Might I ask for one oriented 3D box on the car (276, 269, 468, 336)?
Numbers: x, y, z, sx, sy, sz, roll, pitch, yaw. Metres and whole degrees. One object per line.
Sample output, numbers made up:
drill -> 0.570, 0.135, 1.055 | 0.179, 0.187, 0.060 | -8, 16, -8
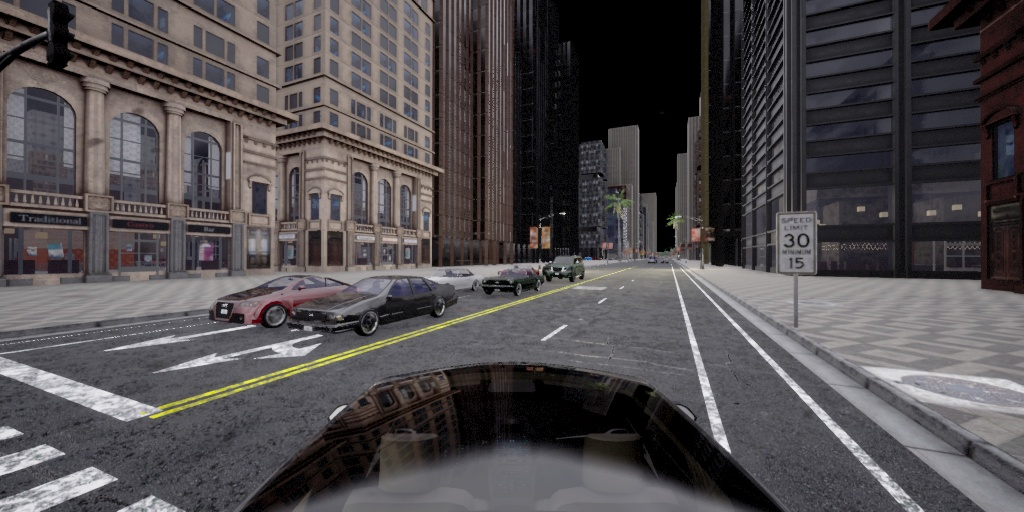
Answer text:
car -> -3.690, 1.299, 10.796 | 2.033, 1.411, 5.357 | 0, 0, 24

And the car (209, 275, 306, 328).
car -> -6.939, 1.316, 11.469 | 1.994, 1.385, 4.181 | 0, 0, 24

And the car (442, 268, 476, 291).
car -> -3.424, 1.357, 19.494 | 1.895, 1.301, 4.718 | 0, 0, 24

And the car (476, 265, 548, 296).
car -> 0.162, 1.358, 19.577 | 1.895, 1.301, 4.718 | 0, 0, 24

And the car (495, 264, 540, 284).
car -> 0.579, 1.364, 28.616 | 1.895, 1.301, 4.718 | 0, 0, 24

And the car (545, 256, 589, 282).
car -> 4.463, 0.987, 29.372 | 2.150, 2.045, 5.566 | 0, 0, 23
